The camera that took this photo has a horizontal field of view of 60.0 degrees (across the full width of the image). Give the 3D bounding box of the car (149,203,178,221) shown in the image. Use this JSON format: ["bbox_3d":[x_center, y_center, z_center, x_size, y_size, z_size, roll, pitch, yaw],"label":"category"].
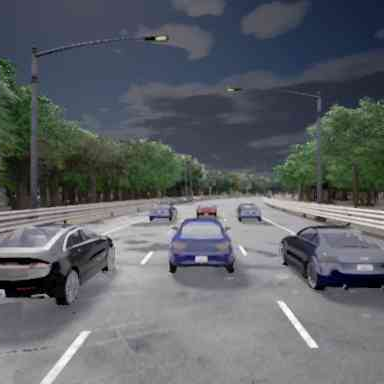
[{"bbox_3d":[-2.344,1.639,27.997,2.033,1.411,5.357,0,0,4],"label":"car"}]

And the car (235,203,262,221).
[{"bbox_3d":[4.663,1.646,27.862,2.033,1.411,5.357,0,0,4],"label":"car"}]

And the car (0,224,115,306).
[{"bbox_3d":[-3.270,1.515,8.091,2.128,1.511,4.902,0,0,1],"label":"car"}]

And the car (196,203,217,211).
[{"bbox_3d":[1.458,1.709,31.773,1.895,1.301,4.718,0,0,5],"label":"car"}]

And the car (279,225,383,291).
[{"bbox_3d":[3.763,1.598,9.142,1.994,1.385,4.181,0,0,1],"label":"car"}]

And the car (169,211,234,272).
[{"bbox_3d":[0.304,1.561,10.838,1.812,1.442,4.674,0,0,2],"label":"car"}]
